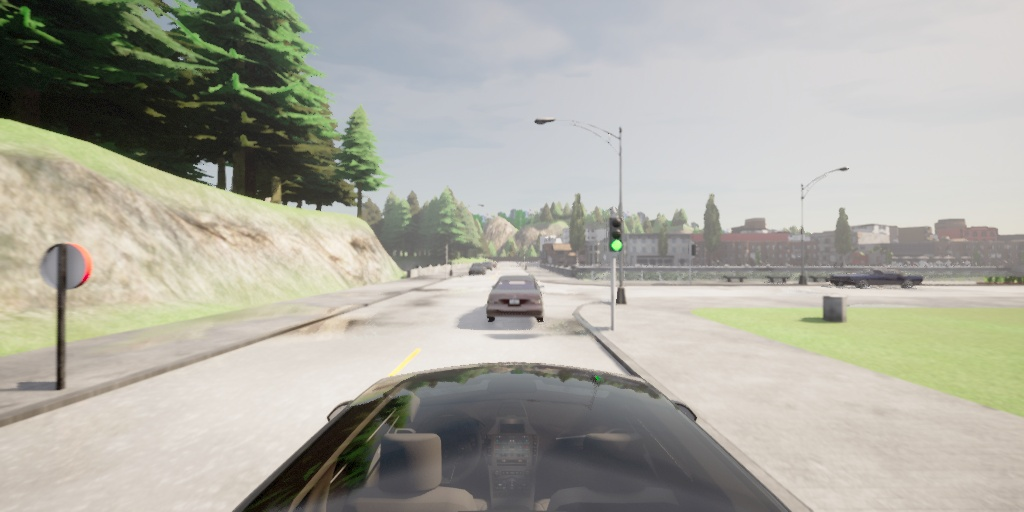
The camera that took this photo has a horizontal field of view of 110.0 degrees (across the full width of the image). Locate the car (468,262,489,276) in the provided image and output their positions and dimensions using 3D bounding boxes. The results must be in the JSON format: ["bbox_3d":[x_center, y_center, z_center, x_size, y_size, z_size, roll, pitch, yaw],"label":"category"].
[{"bbox_3d":[-4.087,1.554,42.681,1.837,1.490,4.892,0,1,0],"label":"car"}]

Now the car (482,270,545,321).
[{"bbox_3d":[0.198,1.380,12.825,2.033,1.411,5.357,0,0,3],"label":"car"}]

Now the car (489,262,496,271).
[{"bbox_3d":[-4.057,1.662,56.776,1.837,1.490,4.892,0,-1,0],"label":"car"}]

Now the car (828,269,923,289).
[{"bbox_3d":[24.248,1.515,24.055,4.718,1.301,1.895,0,0,0],"label":"car"}]
